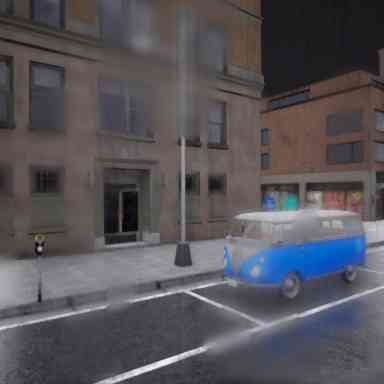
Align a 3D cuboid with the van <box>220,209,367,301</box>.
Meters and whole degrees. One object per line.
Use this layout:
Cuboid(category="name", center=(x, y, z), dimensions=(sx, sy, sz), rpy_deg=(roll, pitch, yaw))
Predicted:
Cuboid(category="van", center=(2.536, 1.339, 8.022), dimensions=(3.998, 1.788, 1.690), rpy_deg=(0, 0, -35))
